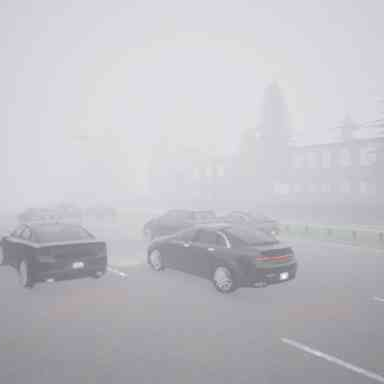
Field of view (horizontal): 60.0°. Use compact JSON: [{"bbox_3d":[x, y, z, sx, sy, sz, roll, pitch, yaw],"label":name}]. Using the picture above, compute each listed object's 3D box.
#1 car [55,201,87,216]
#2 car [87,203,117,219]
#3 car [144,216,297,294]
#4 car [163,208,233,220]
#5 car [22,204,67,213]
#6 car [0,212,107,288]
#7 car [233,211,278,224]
[{"bbox_3d":[-11.605,1.629,29.997,2.097,1.767,4.553,1,-1,-39],"label":"car"},{"bbox_3d":[-9.045,1.835,32.393,2.128,1.511,4.902,1,-1,-39],"label":"car"},{"bbox_3d":[0.550,1.649,9.378,1.837,1.490,4.892,1,-1,-39],"label":"car"},{"bbox_3d":[-0.490,1.578,16.239,2.097,1.767,4.553,1,-1,-39],"label":"car"},{"bbox_3d":[-11.061,1.745,23.752,2.033,1.411,5.357,1,-1,-39],"label":"car"},{"bbox_3d":[-4.225,1.566,9.720,1.882,1.535,5.008,1,-1,-39],"label":"car"},{"bbox_3d":[2.441,1.782,18.174,2.128,1.511,4.902,1,-1,-39],"label":"car"}]
